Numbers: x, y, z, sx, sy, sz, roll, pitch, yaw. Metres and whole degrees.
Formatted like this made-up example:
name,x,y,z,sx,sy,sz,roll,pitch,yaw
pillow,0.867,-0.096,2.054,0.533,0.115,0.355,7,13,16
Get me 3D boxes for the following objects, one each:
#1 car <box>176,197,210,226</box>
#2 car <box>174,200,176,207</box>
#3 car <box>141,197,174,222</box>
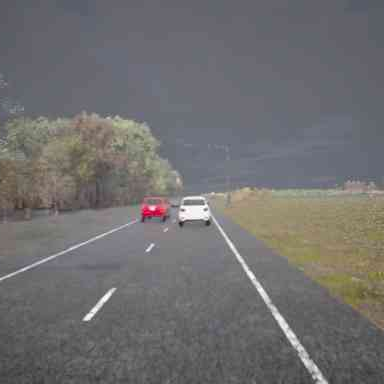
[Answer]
name,x,y,z,sx,sy,sz,roll,pitch,yaw
car,0.198,1.408,25.532,2.150,2.045,5.566,-2,0,1
car,-2.764,2.052,58.083,1.994,1.385,4.181,-2,0,1
car,-3.225,1.527,30.224,2.150,2.045,5.566,-2,-1,1
